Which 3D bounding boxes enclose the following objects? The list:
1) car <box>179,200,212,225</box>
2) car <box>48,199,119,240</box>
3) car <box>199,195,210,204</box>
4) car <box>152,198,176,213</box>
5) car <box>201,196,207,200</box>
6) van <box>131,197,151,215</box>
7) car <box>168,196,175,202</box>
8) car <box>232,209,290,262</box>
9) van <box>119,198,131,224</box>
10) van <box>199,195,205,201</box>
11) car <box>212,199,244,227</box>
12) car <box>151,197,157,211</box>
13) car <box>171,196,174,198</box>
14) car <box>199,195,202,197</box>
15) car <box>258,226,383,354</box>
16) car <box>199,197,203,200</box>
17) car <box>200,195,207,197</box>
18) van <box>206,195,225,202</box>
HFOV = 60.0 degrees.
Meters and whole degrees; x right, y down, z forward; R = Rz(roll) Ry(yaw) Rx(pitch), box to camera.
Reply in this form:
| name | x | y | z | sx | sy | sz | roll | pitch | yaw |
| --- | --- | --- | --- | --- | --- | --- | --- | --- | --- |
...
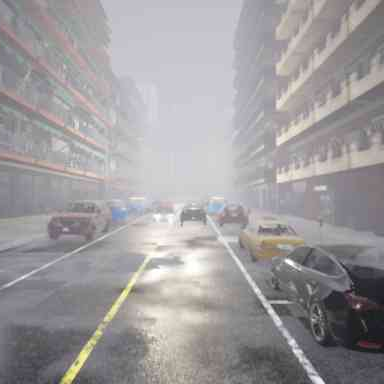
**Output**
| name | x | y | z | sx | sy | sz | roll | pitch | yaw |
| --- | --- | --- | --- | --- | --- | --- | --- | --- | --- |
| car | 0.100 | 1.568 | 24.821 | 2.128 | 1.511 | 4.902 | 0 | 0 | 0 |
| car | -5.671 | 1.369 | 17.443 | 2.192 | 1.841 | 5.009 | 1 | 0 | 0 |
| car | 2.706 | 1.560 | 74.350 | 2.192 | 1.841 | 5.009 | 1 | 0 | 0 |
| car | -3.094 | 1.722 | 38.553 | 1.895 | 1.301 | 4.718 | 0 | 0 | 0 |
| car | 2.702 | 1.748 | 51.610 | 1.802 | 1.307 | 4.206 | 1 | 0 | 0 |
| van | -5.679 | 1.450 | 34.498 | 1.690 | 1.788 | 3.998 | 1 | 0 | 0 |
| car | -5.645 | 1.831 | 91.173 | 1.752 | 1.417 | 4.829 | 1 | 0 | 0 |
| car | 2.704 | 1.563 | 11.988 | 1.752 | 1.417 | 4.829 | 1 | 0 | 0 |
| van | -5.672 | 1.413 | 23.127 | 1.690 | 1.788 | 3.998 | 1 | 0 | 0 |
| van | 2.704 | 1.648 | 91.404 | 1.690 | 1.788 | 3.998 | 1 | 0 | 0 |
| car | 2.706 | 1.513 | 23.188 | 1.967 | 1.590 | 4.097 | 1 | 0 | 0 |
| car | -5.667 | 1.678 | 40.181 | 2.008 | 1.369 | 4.403 | 1 | 0 | 0 |
| car | -5.645 | 1.789 | 74.289 | 1.887 | 1.381 | 4.507 | 1 | 0 | 0 |
| car | 2.704 | 1.665 | 68.665 | 1.967 | 1.590 | 4.097 | 1 | 0 | 0 |
| car | 2.704 | 1.585 | 6.134 | 1.947 | 1.339 | 4.313 | 1 | 0 | 0 |
| car | 0.099 | 1.746 | 45.457 | 1.895 | 1.301 | 4.718 | 0 | 0 | 0 |
| car | 2.702 | 1.751 | 57.296 | 1.947 | 1.339 | 4.313 | 1 | 0 | 0 |
| van | 2.707 | 1.450 | 34.558 | 1.690 | 1.788 | 3.998 | 1 | 0 | 0 |
